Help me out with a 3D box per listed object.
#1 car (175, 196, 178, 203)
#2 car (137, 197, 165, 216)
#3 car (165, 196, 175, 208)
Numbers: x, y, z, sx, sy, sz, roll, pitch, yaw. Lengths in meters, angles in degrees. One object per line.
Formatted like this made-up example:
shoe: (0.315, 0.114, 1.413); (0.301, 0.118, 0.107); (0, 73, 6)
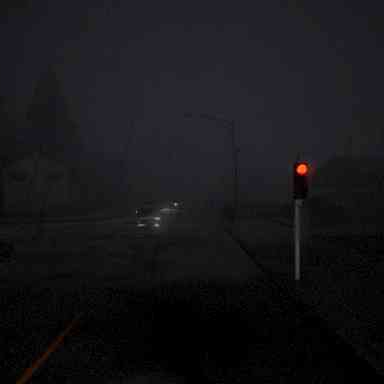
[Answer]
car: (-3.976, 1.525, 69.021); (1.812, 1.442, 4.674); (0, 0, 0)
car: (-4.089, 1.478, 32.510); (1.882, 1.535, 5.008); (0, 0, 0)
car: (-4.077, 1.491, 48.774); (2.128, 1.511, 4.902); (0, 0, 0)
